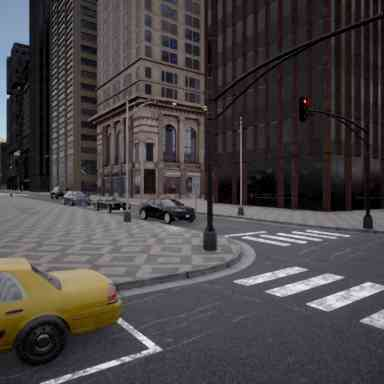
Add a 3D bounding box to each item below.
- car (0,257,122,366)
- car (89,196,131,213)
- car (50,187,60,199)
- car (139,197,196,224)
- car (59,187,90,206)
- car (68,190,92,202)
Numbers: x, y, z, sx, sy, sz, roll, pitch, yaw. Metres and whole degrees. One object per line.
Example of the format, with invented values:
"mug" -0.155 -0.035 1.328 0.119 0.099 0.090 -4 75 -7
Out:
"car" -3.359 1.525 4.253 4.829 1.417 1.752 0 0 -36
"car" -7.172 1.070 29.584 1.895 1.301 4.718 0 1 -36
"car" -22.055 0.133 55.677 2.150 2.045 5.566 0 1 -36
"car" -1.712 1.128 21.967 1.882 1.535 5.008 0 1 -36
"car" -13.134 0.627 37.918 2.097 1.767 4.553 0 1 -36
"car" -16.086 0.575 47.422 1.882 1.535 5.008 0 1 -35
